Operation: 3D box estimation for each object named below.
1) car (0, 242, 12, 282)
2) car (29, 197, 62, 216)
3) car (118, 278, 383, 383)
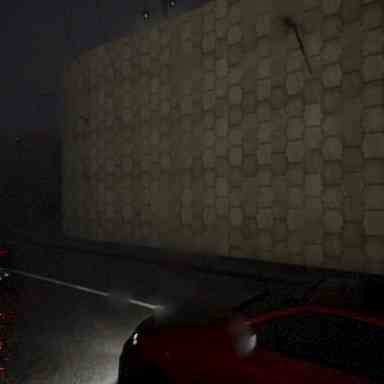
[{"bbox_3d":[-6.563,1.581,8.671,4.892,1.490,1.837,0,0,36],"label":"car"},{"bbox_3d":[-12.519,1.263,30.708,2.128,1.511,4.902,-1,4,35],"label":"car"},{"bbox_3d":[1.262,1.569,3.090,4.181,1.385,1.994,0,0,36],"label":"car"}]
